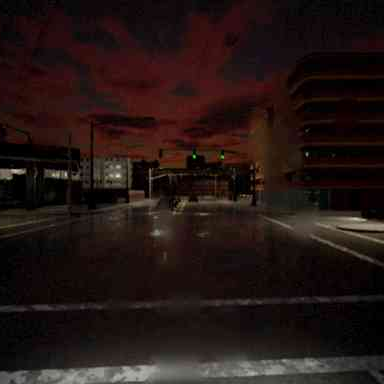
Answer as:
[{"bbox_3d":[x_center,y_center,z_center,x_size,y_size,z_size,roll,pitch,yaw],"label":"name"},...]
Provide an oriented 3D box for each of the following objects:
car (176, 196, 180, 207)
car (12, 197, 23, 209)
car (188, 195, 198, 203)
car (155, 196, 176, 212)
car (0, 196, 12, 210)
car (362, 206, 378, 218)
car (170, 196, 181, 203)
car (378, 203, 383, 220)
[{"bbox_3d":[-3.213,1.308,47.711,2.097,1.767,4.553,0,0,0],"label":"car"},{"bbox_3d":[-24.031,1.416,42.817,3.806,1.475,1.970,0,0,1],"label":"car"},{"bbox_3d":[0.206,1.442,67.178,1.837,1.490,4.892,0,0,0],"label":"car"},{"bbox_3d":[-3.099,1.469,38.507,1.837,1.490,4.892,0,0,-1],"label":"car"},{"bbox_3d":[-23.314,1.261,37.066,4.611,1.667,2.242,0,0,1],"label":"car"},{"bbox_3d":[16.217,1.539,27.145,4.181,1.385,1.994,0,0,1],"label":"car"},{"bbox_3d":[-3.292,1.502,66.919,1.994,1.385,4.181,0,0,0],"label":"car"},{"bbox_3d":[16.301,1.579,23.662,4.718,1.301,1.895,0,0,-3],"label":"car"}]
